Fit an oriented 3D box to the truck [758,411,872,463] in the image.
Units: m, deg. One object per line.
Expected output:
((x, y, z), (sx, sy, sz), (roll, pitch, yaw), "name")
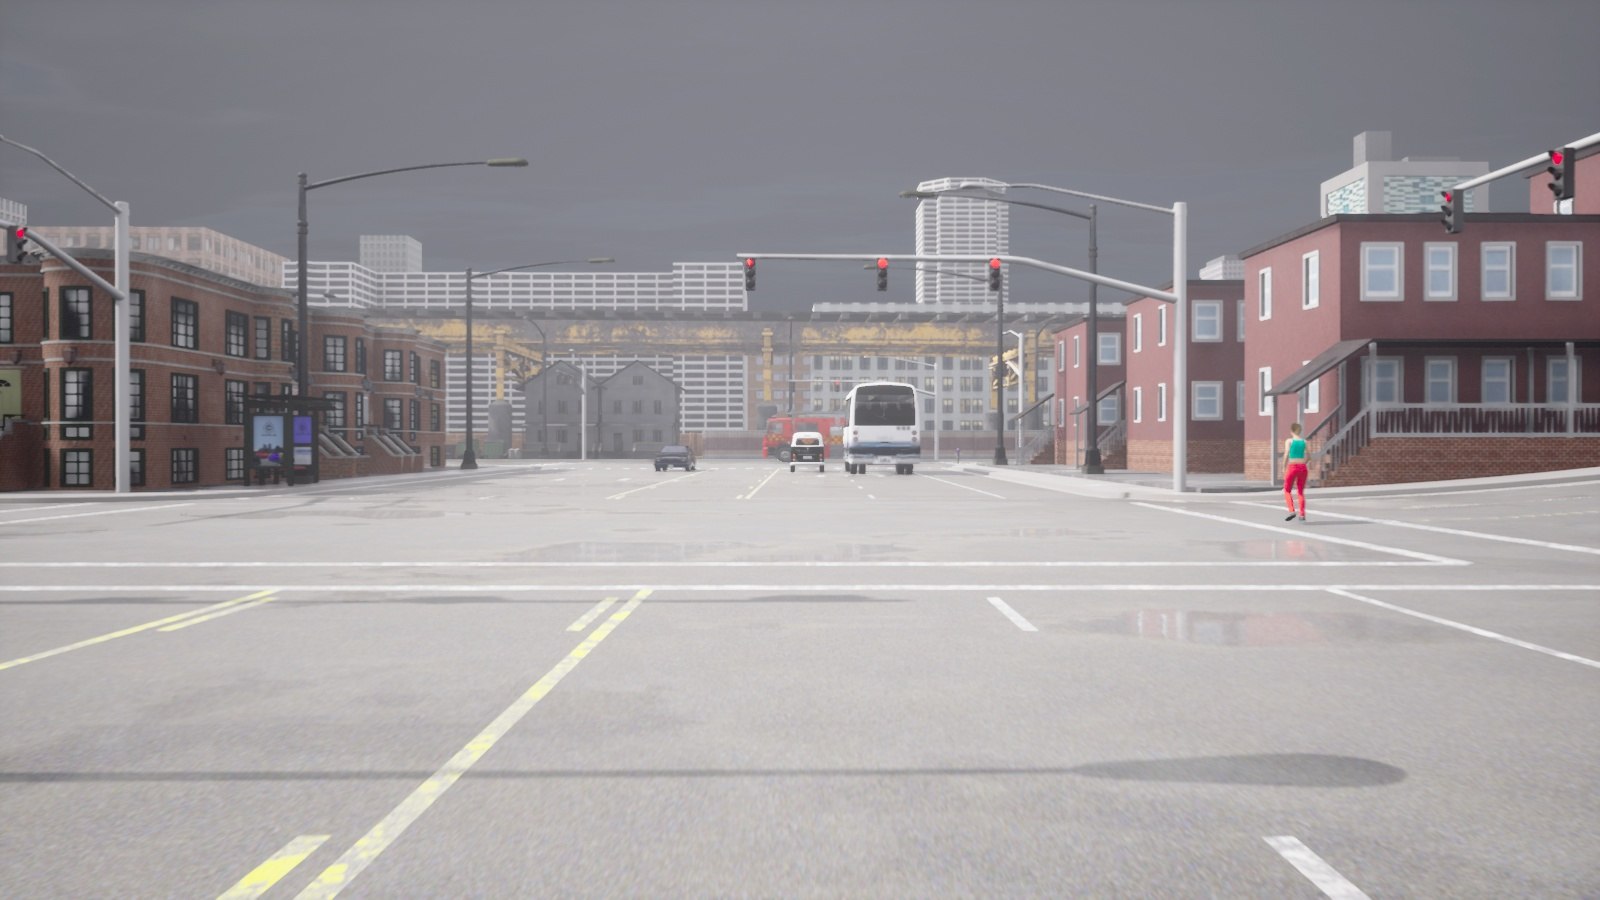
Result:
((1.132, -0.950, 94.467), (8.468, 3.827, 2.891), (0, 0, 0), "truck")

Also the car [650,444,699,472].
((-6.617, 0.412, 66.863), (2.033, 1.411, 5.357), (0, 0, 0), "car")

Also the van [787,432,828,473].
((0.382, 0.108, 64.284), (2.069, 2.038, 4.480), (0, 0, 0), "van")

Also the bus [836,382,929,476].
((3.869, -0.976, 61.926), (3.944, 4.253, 10.273), (0, 0, 0), "bus")

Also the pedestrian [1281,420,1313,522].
((9.075, 0.380, 22.941), (0.345, 1.836, 0.594), (0, 0, 1), "pedestrian")
